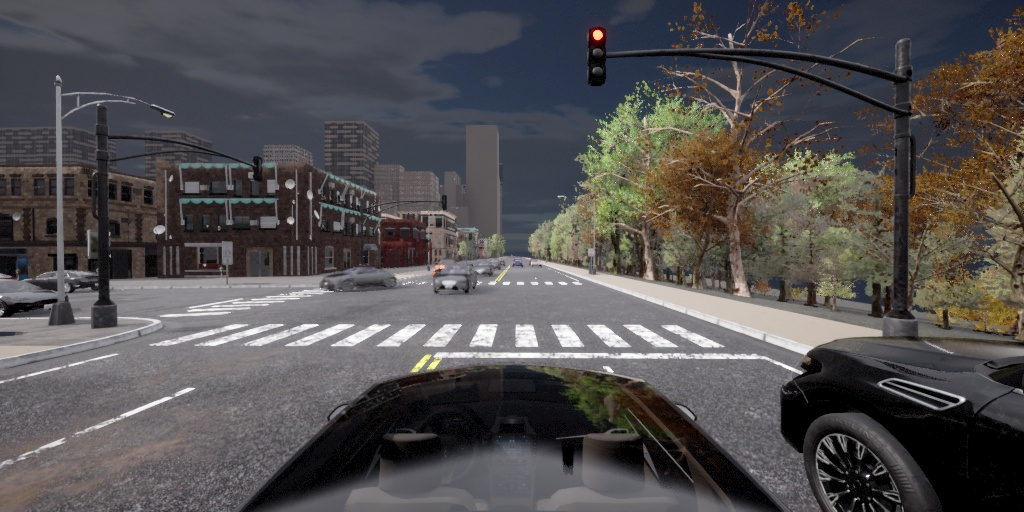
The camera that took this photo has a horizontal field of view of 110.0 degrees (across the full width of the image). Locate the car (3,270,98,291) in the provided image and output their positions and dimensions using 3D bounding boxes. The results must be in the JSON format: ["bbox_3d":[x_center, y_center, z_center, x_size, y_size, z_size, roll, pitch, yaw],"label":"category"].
[{"bbox_3d":[-27.956,1.560,22.337,4.403,1.370,2.007,0,0,1],"label":"car"}]

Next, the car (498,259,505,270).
[{"bbox_3d":[-2.534,1.225,51.134,2.128,1.511,4.902,0,0,1],"label":"car"}]

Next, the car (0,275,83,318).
[{"bbox_3d":[-19.765,1.565,13.688,4.313,1.339,1.948,0,0,1],"label":"car"}]

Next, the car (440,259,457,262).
[{"bbox_3d":[-6.079,1.092,33.959,2.097,1.767,4.553,0,0,1],"label":"car"}]

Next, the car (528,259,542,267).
[{"bbox_3d":[4.370,1.327,64.102,1.895,1.301,4.718,0,0,1],"label":"car"}]

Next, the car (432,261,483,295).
[{"bbox_3d":[-3.062,1.237,20.041,2.128,1.511,4.902,0,0,1],"label":"car"}]

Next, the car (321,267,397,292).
[{"bbox_3d":[-9.061,1.326,21.444,1.994,1.385,4.181,-1,0,38],"label":"car"}]

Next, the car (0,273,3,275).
[{"bbox_3d":[-33.491,1.654,22.436,4.207,1.307,1.802,0,0,1],"label":"car"}]

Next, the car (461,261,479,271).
[{"bbox_3d":[-5.806,1.334,50.159,1.895,1.301,4.718,0,0,1],"label":"car"}]

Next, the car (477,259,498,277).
[{"bbox_3d":[-2.806,1.231,35.245,2.128,1.511,4.902,0,0,1],"label":"car"}]

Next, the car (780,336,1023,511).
[{"bbox_3d":[3.322,0.972,0.647,2.150,2.045,5.566,0,0,1],"label":"car"}]

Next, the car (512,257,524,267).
[{"bbox_3d":[1.010,1.252,63.772,1.812,1.442,4.674,0,0,1],"label":"car"}]
